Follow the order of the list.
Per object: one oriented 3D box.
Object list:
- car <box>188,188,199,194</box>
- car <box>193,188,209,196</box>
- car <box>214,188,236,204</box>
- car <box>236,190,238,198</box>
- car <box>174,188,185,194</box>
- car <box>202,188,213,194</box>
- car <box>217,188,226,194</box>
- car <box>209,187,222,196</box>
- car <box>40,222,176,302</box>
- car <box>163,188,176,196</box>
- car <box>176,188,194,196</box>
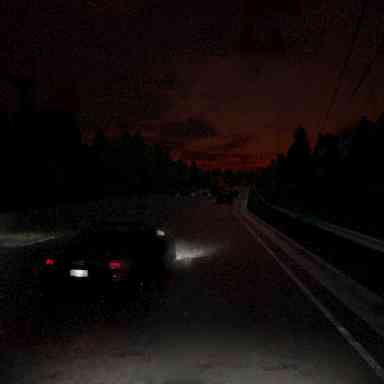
[{"bbox_3d":[0.360,-0.222,82.156,1.812,1.442,4.674,0,1,10],"label":"car"},{"bbox_3d":[2.105,0.138,71.708,1.812,1.442,4.674,0,1,10],"label":"car"},{"bbox_3d":[4.342,0.652,42.922,1.882,1.535,5.008,0,1,10],"label":"car"},{"bbox_3d":[7.815,0.280,63.063,2.128,1.511,4.902,0,1,10],"label":"car"},{"bbox_3d":[-3.089,-0.258,82.752,1.837,1.490,4.892,0,1,10],"label":"car"},{"bbox_3d":[3.808,-0.195,81.560,2.033,1.411,5.357,0,1,10],"label":"car"},{"bbox_3d":[7.257,-0.223,80.964,1.837,1.490,4.892,0,1,10],"label":"car"},{"bbox_3d":[5.488,-0.142,70.725,2.150,2.045,5.566,0,1,10],"label":"car"},{"bbox_3d":[-1.701,1.407,8.012,1.994,1.385,4.181,0,1,10],"label":"car"},{"bbox_3d":[-4.798,-0.053,72.867,2.097,1.767,4.553,0,1,10],"label":"car"},{"bbox_3d":[-1.415,0.135,71.893,2.128,1.511,4.902,0,1,10],"label":"car"}]
